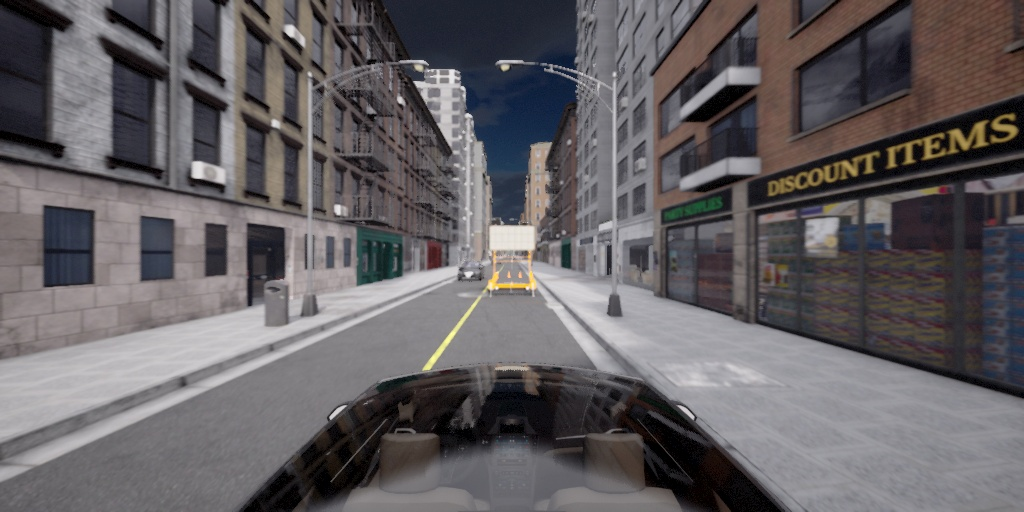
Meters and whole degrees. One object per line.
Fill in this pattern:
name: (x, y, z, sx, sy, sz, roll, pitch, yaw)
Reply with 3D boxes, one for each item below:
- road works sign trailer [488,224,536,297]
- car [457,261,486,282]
road works sign trailer: (0.004, 0.150, 18.346, 2.380, 3.560, 2.880, 0, 0, 0)
car: (-3.098, 1.137, 27.995, 2.128, 1.511, 4.902, 0, 0, 0)
